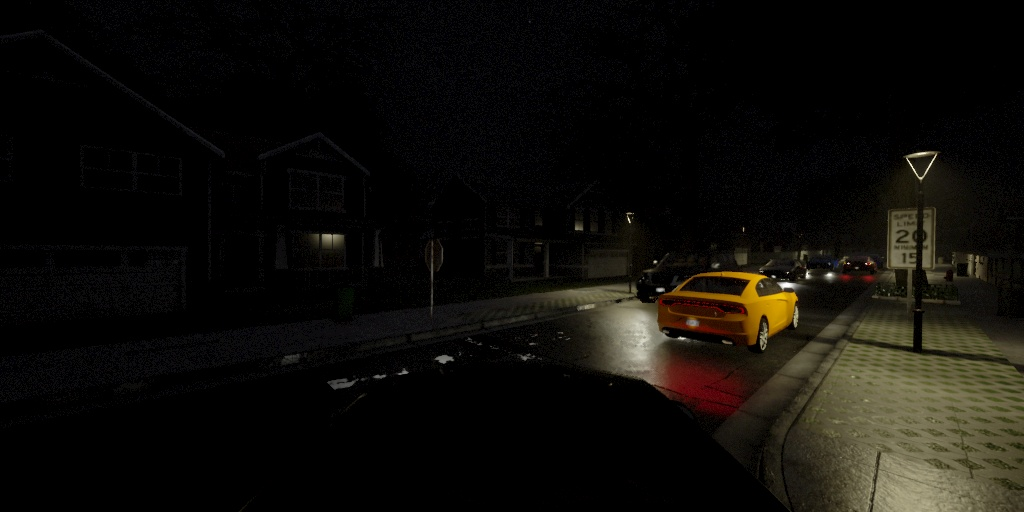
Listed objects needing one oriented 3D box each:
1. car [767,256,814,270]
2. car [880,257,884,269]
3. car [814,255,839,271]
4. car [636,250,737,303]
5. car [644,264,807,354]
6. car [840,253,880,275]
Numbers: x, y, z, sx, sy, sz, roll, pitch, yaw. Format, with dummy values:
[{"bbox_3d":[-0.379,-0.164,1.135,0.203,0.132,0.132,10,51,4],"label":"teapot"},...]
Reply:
[{"bbox_3d":[18.326,0.881,24.157,5.357,1.411,2.033,-1,2,-41],"label":"car"},{"bbox_3d":[36.605,0.478,36.756,5.008,1.535,1.882,-1,2,-41],"label":"car"},{"bbox_3d":[29.708,0.610,34.273,5.008,1.535,1.882,-1,2,-42],"label":"car"},{"bbox_3d":[7.081,0.769,14.041,5.566,2.045,2.150,-1,1,-42],"label":"car"},{"bbox_3d":[5.385,1.125,8.685,5.008,1.535,1.882,-1,1,-42],"label":"car"},{"bbox_3d":[28.967,0.710,29.835,4.674,1.442,1.812,-1,2,-41],"label":"car"}]
